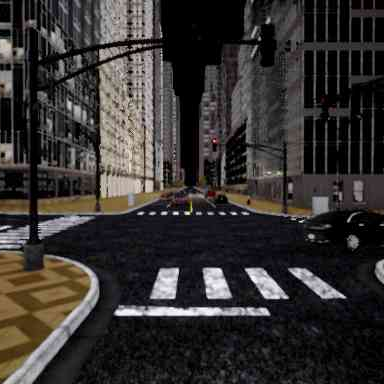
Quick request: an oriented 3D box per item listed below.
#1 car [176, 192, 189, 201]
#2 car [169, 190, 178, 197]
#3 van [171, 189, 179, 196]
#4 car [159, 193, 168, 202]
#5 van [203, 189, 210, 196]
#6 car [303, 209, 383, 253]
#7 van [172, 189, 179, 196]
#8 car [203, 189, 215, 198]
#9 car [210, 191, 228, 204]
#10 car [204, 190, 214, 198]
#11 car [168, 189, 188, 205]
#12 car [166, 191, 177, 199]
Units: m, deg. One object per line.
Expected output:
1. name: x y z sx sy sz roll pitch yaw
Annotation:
1. car: -1.618 0.699 58.968 2.033 1.411 5.357 0 1 0
2. car: -4.239 0.294 78.302 1.967 1.590 4.097 0 1 0
3. van: -4.269 0.109 83.827 1.690 1.788 3.998 0 1 0
4. car: -4.087 0.859 50.669 1.802 1.307 4.206 0 1 0
5. van: 3.611 0.108 83.870 1.690 1.788 3.998 0 1 0
6. car: 6.774 1.458 13.171 4.892 1.490 1.837 1 -2 -18
7. van: -4.299 0.023 89.354 1.690 1.788 3.998 0 1 0
8. car: 3.702 0.340 67.289 2.192 1.841 5.009 0 1 0
9. car: 3.873 0.925 45.186 1.947 1.339 4.313 0 1 0
10. car: 3.672 0.379 72.818 1.967 1.590 4.097 0 1 0
11. car: -1.569 0.746 42.893 2.097 1.767 4.553 0 1 0
12. car: -4.178 0.591 67.250 1.947 1.339 4.313 0 1 0
